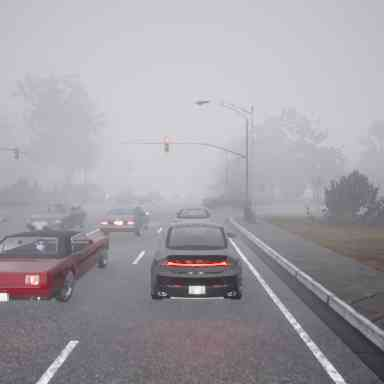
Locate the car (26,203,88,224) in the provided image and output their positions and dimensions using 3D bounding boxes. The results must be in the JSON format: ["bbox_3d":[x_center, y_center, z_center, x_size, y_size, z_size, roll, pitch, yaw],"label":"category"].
[{"bbox_3d":[-7.120,1.384,17.988,2.128,1.511,4.902,0,0,0],"label":"car"}]

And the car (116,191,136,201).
[{"bbox_3d":[-10.691,0.821,53.796,2.150,2.045,5.566,0,0,0],"label":"car"}]

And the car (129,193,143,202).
[{"bbox_3d":[-10.676,0.987,63.683,1.882,1.535,5.008,0,1,0],"label":"car"}]

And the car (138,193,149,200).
[{"bbox_3d":[-10.742,0.991,73.769,1.895,1.301,4.718,0,1,-1],"label":"car"}]

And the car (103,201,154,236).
[{"bbox_3d":[-3.446,1.442,17.724,2.033,1.411,5.357,0,0,-1],"label":"car"}]

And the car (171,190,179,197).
[{"bbox_3d":[-4.912,0.451,94.749,2.097,1.767,4.553,0,1,-7],"label":"car"}]

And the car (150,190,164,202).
[{"bbox_3d":[-7.166,0.733,63.452,2.150,2.045,5.566,0,1,-1],"label":"car"}]

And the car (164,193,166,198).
[{"bbox_3d":[-7.237,0.876,73.642,1.882,1.535,5.008,0,1,-1],"label":"car"}]

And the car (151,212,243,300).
[{"bbox_3d":[0.088,1.473,8.315,1.837,1.490,4.892,0,0,0],"label":"car"}]

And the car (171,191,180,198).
[{"bbox_3d":[-4.143,0.602,84.681,2.097,1.767,4.553,0,1,-4],"label":"car"}]

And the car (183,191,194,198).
[{"bbox_3d":[-0.671,0.783,85.235,1.994,1.385,4.181,0,1,-4],"label":"car"}]

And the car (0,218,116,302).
[{"bbox_3d":[-3.413,1.570,8.135,1.895,1.301,4.718,0,0,0],"label":"car"}]

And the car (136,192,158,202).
[{"bbox_3d":[-7.192,1.151,53.277,2.033,1.411,5.357,0,0,0],"label":"car"}]

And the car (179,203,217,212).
[{"bbox_3d":[0.080,1.497,17.628,1.895,1.301,4.718,0,0,0],"label":"car"}]

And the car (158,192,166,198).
[{"bbox_3d":[-7.602,0.780,83.911,1.812,1.442,4.674,0,1,-3],"label":"car"}]

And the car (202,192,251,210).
[{"bbox_3d":[3.901,0.961,37.034,5.566,2.045,2.150,0,0,-14],"label":"car"}]

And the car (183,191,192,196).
[{"bbox_3d":[-1.424,0.465,95.112,2.033,1.411,5.357,0,1,-7],"label":"car"}]

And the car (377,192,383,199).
[{"bbox_3d":[23.168,0.947,38.910,5.566,2.045,2.150,0,0,-3],"label":"car"}]
